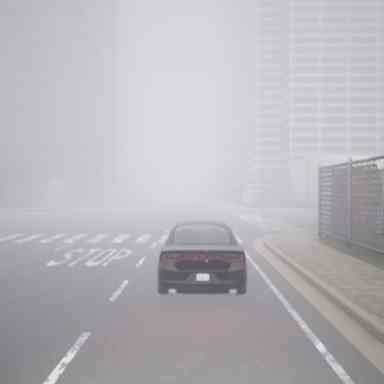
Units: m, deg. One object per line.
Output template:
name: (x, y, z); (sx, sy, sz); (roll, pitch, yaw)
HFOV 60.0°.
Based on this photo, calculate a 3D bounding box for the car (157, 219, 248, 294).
car: (0.230, 1.433, 8.695); (1.882, 1.535, 5.008); (0, 0, 1)
